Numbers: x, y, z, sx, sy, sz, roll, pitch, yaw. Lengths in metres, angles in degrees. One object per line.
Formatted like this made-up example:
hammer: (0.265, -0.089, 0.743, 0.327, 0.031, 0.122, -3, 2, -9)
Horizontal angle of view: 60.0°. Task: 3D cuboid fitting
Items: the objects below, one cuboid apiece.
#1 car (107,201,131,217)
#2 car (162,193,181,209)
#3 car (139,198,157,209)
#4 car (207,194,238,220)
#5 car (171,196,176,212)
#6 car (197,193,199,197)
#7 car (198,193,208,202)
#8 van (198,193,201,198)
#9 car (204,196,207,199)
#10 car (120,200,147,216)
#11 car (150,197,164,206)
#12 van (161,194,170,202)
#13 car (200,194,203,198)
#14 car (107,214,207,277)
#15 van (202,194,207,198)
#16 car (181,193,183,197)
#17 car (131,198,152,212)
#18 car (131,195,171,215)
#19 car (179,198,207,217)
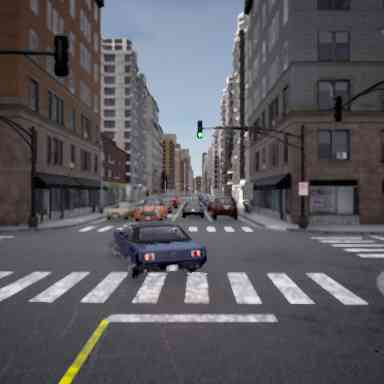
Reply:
car: (-5.858, 1.523, 27.782, 1.752, 1.417, 4.829, 0, 0, 0)
car: (-3.058, 1.209, 45.710, 2.150, 2.045, 5.566, 0, 0, 1)
car: (-5.859, 1.514, 44.747, 1.752, 1.417, 4.829, 0, 0, 0)
car: (2.668, 1.313, 27.925, 2.192, 1.841, 5.009, 0, 0, 0)
car: (-3.090, 1.499, 35.750, 1.837, 1.490, 4.892, 0, 0, 0)
car: (2.665, 1.278, 73.178, 2.192, 1.841, 5.009, 0, 0, 0)
car: (2.665, 1.273, 78.835, 2.192, 1.841, 5.009, 0, 0, 0)
van: (2.666, 1.310, 67.521, 1.690, 1.788, 3.998, 0, 0, 0)
car: (2.667, 1.537, 39.238, 1.887, 1.381, 4.507, 0, 0, 0)
car: (-5.859, 1.561, 33.608, 1.947, 1.339, 4.313, 0, 0, 0)
car: (-5.860, 1.562, 56.227, 1.802, 1.307, 4.206, 0, 0, 0)
van: (-5.860, 1.305, 73.192, 1.690, 1.788, 3.998, 0, 0, 0)
car: (2.666, 1.505, 56.379, 1.752, 1.417, 4.829, 0, 0, 0)
car: (-1.286, 1.589, 10.334, 1.895, 1.301, 4.718, 0, 0, -21)
van: (2.667, 1.329, 44.895, 1.690, 1.788, 3.998, 0, 0, 0)
car: (-3.015, 1.332, 55.513, 2.097, 1.767, 4.553, 0, 0, 0)
car: (-5.859, 1.517, 39.092, 1.752, 1.417, 4.829, 0, 0, 0)
car: (-3.150, 1.351, 26.584, 2.097, 1.767, 4.553, 0, 0, 2)
car: (0.098, 1.560, 31.175, 1.994, 1.385, 4.181, 0, 0, 0)
